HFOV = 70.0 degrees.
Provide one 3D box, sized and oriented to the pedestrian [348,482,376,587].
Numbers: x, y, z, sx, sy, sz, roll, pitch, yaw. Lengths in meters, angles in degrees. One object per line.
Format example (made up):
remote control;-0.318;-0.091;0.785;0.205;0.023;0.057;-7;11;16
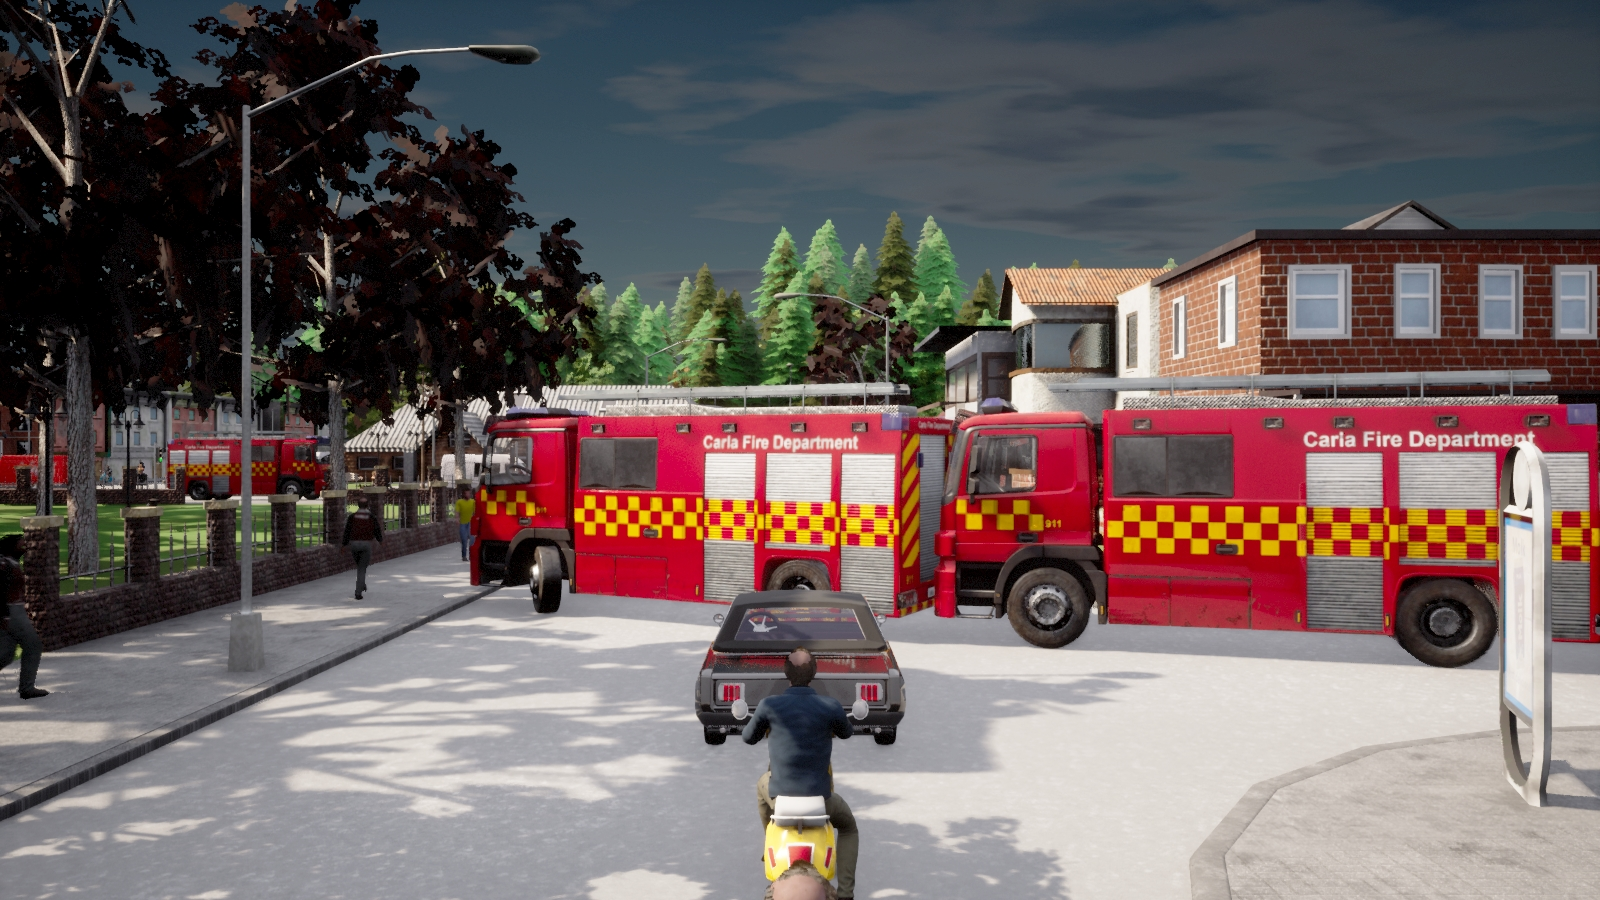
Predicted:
pedestrian;-7.860;1.514;20.519;0.375;1.860;0.375;0;0;-5

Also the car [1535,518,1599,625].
car;14.221;1.835;17.290;4.792;1.488;2.163;0;0;0

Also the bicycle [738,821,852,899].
bicycle;-0.015;1.938;3.086;0.329;1.271;1.835;0;0;0

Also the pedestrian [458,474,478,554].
pedestrian;-7.916;1.514;27.232;0.375;1.860;0.375;0;0;-27

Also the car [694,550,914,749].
car;0.033;1.930;12.217;1.895;1.301;4.718;0;0;0

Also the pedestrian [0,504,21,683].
pedestrian;-8.519;1.520;12.158;0.375;1.860;0.375;0;0;-35

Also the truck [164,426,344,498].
truck;-29.853;0.645;62.699;8.468;3.827;2.891;0;0;1

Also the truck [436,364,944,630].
truck;-2.039;0.664;19.658;8.468;3.827;2.891;0;0;27

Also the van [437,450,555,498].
van;-16.613;1.289;62.612;5.915;2.561;1.988;0;0;0

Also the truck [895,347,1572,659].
truck;5.840;0.661;16.637;8.468;3.827;2.891;0;0;17
